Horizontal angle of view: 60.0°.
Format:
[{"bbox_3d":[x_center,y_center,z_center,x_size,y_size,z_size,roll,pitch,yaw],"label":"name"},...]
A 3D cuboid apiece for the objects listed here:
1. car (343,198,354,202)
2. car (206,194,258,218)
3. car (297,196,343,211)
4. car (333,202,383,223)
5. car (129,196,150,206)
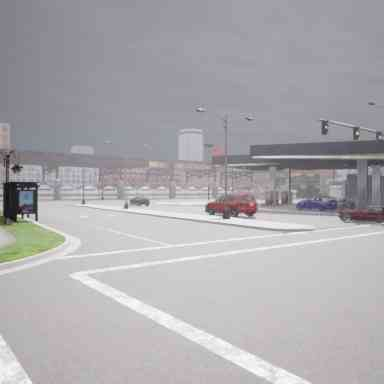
[{"bbox_3d":[18.580,1.456,42.233,1.970,1.475,3.806,0,0,-35],"label":"car"},{"bbox_3d":[3.578,1.221,30.784,2.150,2.045,5.566,0,0,-35],"label":"car"},{"bbox_3d":[14.306,1.295,38.319,2.242,1.667,4.611,0,0,-35],"label":"car"},{"bbox_3d":[12.901,1.601,23.546,1.895,1.301,4.718,0,0,-35],"label":"car"},{"bbox_3d":[-8.669,1.504,54.435,1.837,1.490,4.892,0,0,-35],"label":"car"}]
